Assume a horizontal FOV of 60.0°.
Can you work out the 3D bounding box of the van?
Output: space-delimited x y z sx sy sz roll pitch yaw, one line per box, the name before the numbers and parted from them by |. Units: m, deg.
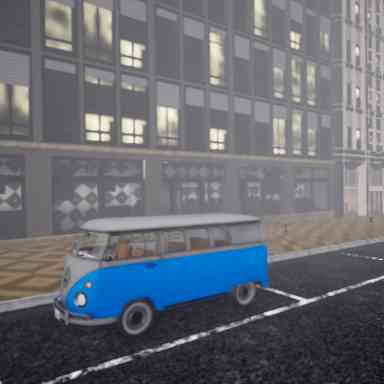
van | -0.343 1.332 6.293 3.998 1.788 1.690 0 -1 -36
